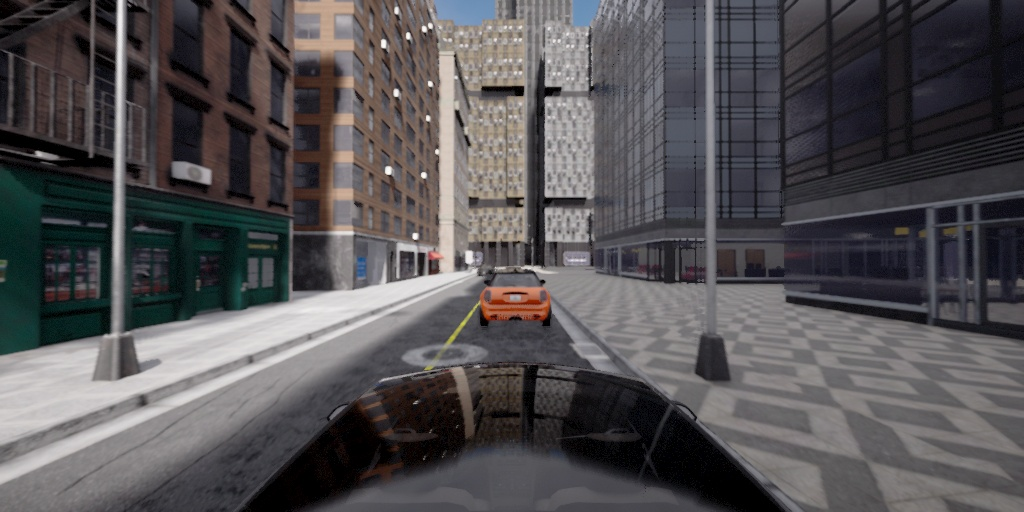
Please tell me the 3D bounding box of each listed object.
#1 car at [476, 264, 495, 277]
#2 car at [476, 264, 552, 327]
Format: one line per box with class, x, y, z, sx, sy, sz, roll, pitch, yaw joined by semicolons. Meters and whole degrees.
car;-3.097;1.679;42.434;1.837;1.490;4.892;0;-1;0
car;0.096;1.209;12.167;2.097;1.767;4.553;0;-1;0
